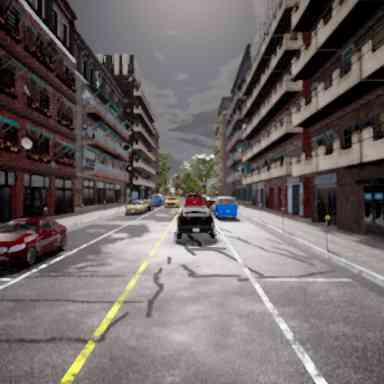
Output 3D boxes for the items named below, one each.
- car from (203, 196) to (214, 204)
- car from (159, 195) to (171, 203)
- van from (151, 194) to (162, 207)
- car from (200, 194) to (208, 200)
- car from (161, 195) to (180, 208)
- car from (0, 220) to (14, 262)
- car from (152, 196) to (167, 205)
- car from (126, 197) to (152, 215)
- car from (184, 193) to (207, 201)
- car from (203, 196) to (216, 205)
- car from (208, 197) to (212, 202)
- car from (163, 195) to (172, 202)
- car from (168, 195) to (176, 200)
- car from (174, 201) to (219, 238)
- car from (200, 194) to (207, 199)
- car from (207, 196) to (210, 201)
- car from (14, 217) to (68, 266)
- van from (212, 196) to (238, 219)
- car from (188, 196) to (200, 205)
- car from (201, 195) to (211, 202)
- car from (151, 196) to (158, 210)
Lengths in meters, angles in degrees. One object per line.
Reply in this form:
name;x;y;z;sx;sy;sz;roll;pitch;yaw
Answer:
car;2.958;1.466;61.476;1.802;1.307;4.206;1;0;0
car;-5.362;1.425;67.126;2.008;1.369;4.403;1;0;0
van;-5.439;1.246;50.413;1.690;1.788;3.998;1;0;0
car;3.262;1.384;89.330;2.008;1.369;4.403;1;0;0
car;-2.781;1.396;46.873;1.882;1.535;5.008;0;0;0
car;-5.651;1.304;5.844;2.192;1.841;5.009;1;0;0
car;-5.415;1.445;55.983;2.008;1.369;4.403;1;0;0
car;-5.522;1.462;33.530;1.752;1.417;4.829;1;0;0
car;0.277;1.151;37.960;2.150;2.045;5.566;0;0;1
car;2.932;1.460;55.905;1.947;1.339;4.313;1;0;0
car;2.867;1.461;33.790;1.752;1.417;4.829;1;0;0
car;-5.336;1.445;72.697;1.802;1.307;4.206;1;0;0
car;-5.343;1.414;89.814;1.802;1.307;4.206;1;0;0
car;0.168;1.472;17.611;1.837;1.490;4.892;0;0;-1
car;3.288;1.374;94.901;2.008;1.369;4.403;1;0;0
car;2.891;1.460;44.762;1.887;1.381;4.507;1;0;0
car;-5.628;1.560;11.416;1.802;1.307;4.206;1;0;0
van;2.838;1.288;28.049;1.690;1.788;3.998;1;0;0
car;0.375;1.438;58.145;2.033;1.411;5.357;0;0;0
car;3.012;1.414;72.617;2.008;1.369;4.403;1;0;0
car;-5.495;1.491;39.271;1.947;1.339;4.313;1;0;0
